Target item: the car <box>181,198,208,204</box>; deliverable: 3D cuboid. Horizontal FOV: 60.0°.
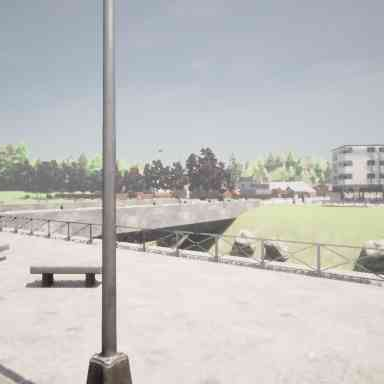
[{"bbox_3d":[0.434,1.601,49.345,1.895,1.301,4.718,0,0,36],"label":"car"}]
